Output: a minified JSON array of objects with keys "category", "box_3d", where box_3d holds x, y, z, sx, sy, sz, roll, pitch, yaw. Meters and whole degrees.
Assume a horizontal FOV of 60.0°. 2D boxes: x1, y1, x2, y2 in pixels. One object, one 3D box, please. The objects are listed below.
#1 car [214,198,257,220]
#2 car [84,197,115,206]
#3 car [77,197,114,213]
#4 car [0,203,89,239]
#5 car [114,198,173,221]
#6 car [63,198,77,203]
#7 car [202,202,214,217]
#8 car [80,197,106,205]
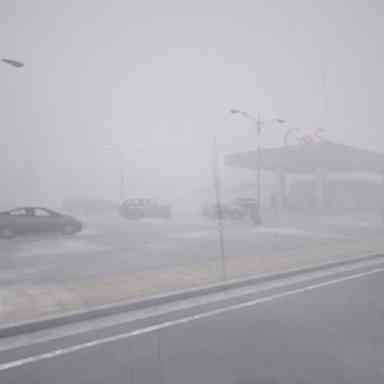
[{"category":"car","box_3d":[4.372,1.498,30.496,3.866,1.878,1.905,1,0,-36]},{"category":"car","box_3d":[-17.102,1.756,61.344,5.027,1.636,2.152,1,0,-36]},{"category":"car","box_3d":[-10.627,1.641,39.106,4.514,1.523,2.007,1,0,-36]},{"category":"car","box_3d":[-8.017,1.526,17.096,4.514,1.523,2.007,1,0,-36]},{"category":"car","box_3d":[-3.935,1.433,28.575,4.605,1.855,1.932,1,0,-36]},{"category":"car","box_3d":[-16.423,1.663,47.246,3.633,1.501,1.845,1,0,-36]},{"category":"car","box_3d":[2.926,1.789,33.551,3.806,1.475,1.970,1,0,-36]},{"category":"car","box_3d":[-18.975,1.765,63.861,4.514,1.523,2.007,1,0,-36]}]
